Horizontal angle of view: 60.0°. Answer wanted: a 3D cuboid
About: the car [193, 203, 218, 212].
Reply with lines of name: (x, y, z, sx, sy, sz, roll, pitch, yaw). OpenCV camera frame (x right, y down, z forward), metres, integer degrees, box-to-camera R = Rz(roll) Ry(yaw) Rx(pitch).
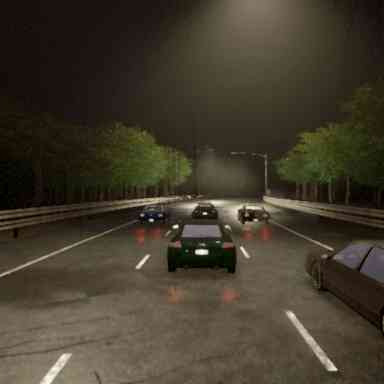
car: (1.090, 1.573, 26.732, 1.994, 1.385, 4.181, 0, 0, 4)

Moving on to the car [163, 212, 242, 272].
car: (0.312, 1.568, 10.842, 1.994, 1.385, 4.181, 0, 0, 2)

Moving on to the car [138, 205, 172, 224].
car: (-2.575, 1.606, 24.500, 1.895, 1.301, 4.718, 0, 0, 4)

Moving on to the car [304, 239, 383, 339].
car: (3.676, 1.553, 5.881, 2.033, 1.411, 5.357, 0, 0, 1)

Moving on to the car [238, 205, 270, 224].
car: (4.445, 1.613, 24.603, 1.895, 1.301, 4.718, 0, 0, 4)
